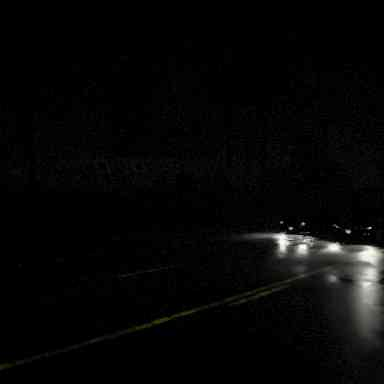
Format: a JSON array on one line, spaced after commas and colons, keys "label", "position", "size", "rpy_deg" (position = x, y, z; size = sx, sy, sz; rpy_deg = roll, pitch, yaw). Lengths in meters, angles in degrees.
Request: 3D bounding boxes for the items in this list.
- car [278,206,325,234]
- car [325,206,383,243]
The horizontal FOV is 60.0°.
[{"label": "car", "position": [7.303, 1.555, 19.622], "size": [5.357, 1.411, 2.033], "rpy_deg": [0, 0, -41]}, {"label": "car", "position": [8.657, 1.479, 16.158], "size": [4.892, 1.490, 1.837], "rpy_deg": [0, 0, -41]}]
